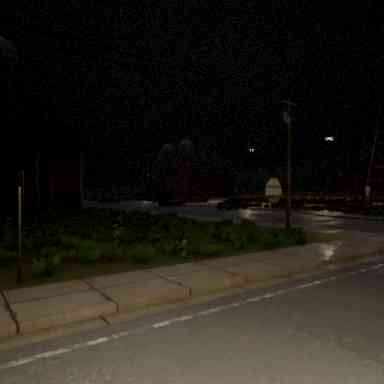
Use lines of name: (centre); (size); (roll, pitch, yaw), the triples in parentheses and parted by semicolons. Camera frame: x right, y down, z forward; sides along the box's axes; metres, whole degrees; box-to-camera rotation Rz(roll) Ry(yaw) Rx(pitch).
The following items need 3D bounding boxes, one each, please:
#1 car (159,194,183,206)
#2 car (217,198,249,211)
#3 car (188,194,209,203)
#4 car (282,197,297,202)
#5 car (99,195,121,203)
car: (-3.316, 1.290, 51.783); (3.866, 1.878, 1.905); (0, 0, -36)
car: (5.104, 1.483, 41.238); (4.193, 1.474, 1.816); (0, 0, -36)
car: (1.362, 1.276, 67.833); (4.605, 1.855, 1.932); (0, 0, -36)
car: (14.782, 1.488, 49.798); (3.905, 1.438, 1.784); (0, 0, -36)
car: (-17.611, 1.455, 71.317); (4.611, 1.667, 2.242); (0, 0, -36)
